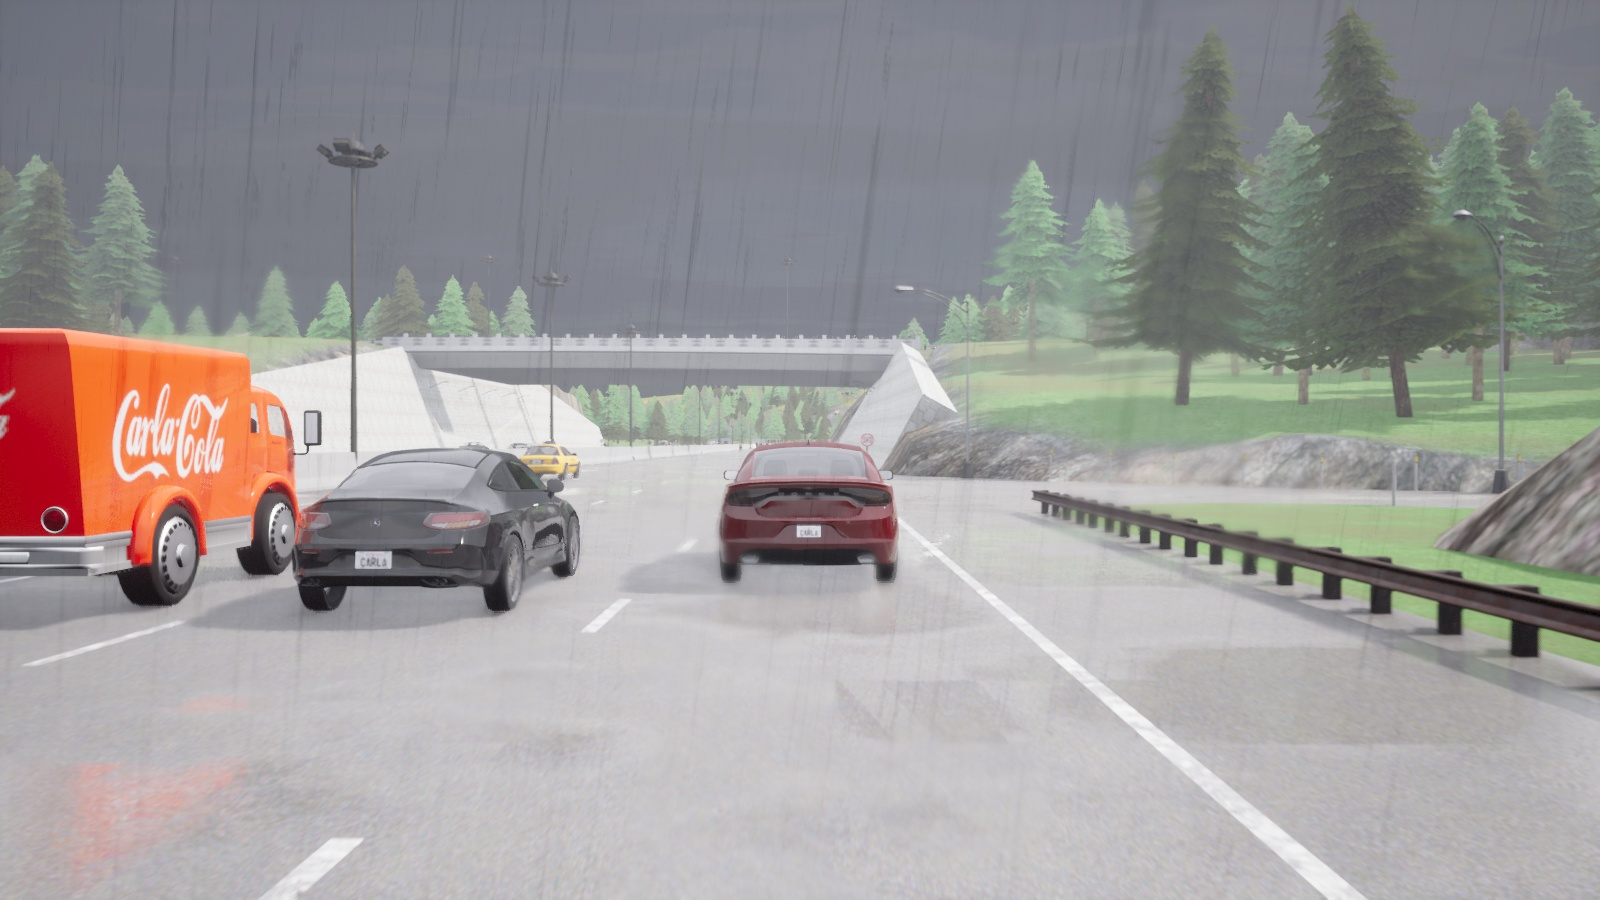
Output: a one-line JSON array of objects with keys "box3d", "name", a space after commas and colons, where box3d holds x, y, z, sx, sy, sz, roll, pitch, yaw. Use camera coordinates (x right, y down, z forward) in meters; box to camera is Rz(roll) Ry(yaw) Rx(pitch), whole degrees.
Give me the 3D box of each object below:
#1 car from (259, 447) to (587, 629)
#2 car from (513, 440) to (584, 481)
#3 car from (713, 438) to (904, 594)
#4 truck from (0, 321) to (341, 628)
[{"box3d": [-3.414, 0.700, 12.392, 1.812, 1.442, 4.674, 0, 0, 0], "name": "car"}, {"box3d": [-10.193, 0.388, 51.250, 1.801, 1.575, 5.366, 0, 0, 0], "name": "car"}, {"box3d": [0.100, 0.640, 14.908, 1.882, 1.535, 5.008, 0, 0, 0], "name": "car"}, {"box3d": [-6.912, 0.183, 12.686, 2.627, 2.467, 5.204, 0, 0, 0], "name": "truck"}]
